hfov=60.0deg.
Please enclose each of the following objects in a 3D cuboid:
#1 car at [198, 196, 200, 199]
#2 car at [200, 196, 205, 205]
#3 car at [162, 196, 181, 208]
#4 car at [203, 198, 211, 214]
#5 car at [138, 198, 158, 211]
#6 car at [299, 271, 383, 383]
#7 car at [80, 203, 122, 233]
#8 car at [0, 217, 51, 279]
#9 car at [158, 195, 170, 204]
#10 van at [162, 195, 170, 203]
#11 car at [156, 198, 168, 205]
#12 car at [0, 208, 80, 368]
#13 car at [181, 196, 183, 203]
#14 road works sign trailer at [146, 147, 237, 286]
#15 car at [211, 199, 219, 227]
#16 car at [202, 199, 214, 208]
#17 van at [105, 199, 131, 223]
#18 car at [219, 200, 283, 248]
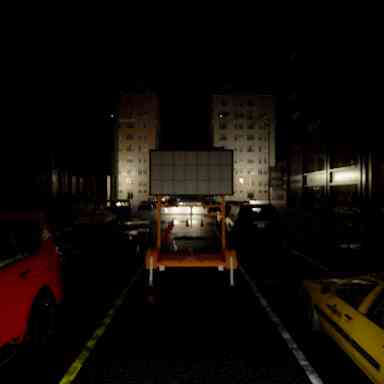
[{"bbox_3d":[2.564,1.798,60.214,1.887,1.381,4.507,0,0,0],"label":"car"},{"bbox_3d":[2.583,1.658,48.936,1.967,1.590,4.097,0,0,0],"label":"car"},{"bbox_3d":[-3.099,1.737,52.033,1.837,1.490,4.892,0,-1,0],"label":"car"},{"bbox_3d":[2.602,1.731,37.657,2.008,1.369,4.403,0,0,0],"label":"car"},{"bbox_3d":[-5.933,1.782,43.304,1.802,1.307,4.206,0,0,0],"label":"car"},{"bbox_3d":[2.660,1.548,4.030,1.752,1.417,4.829,0,-1,1],"label":"car"},{"bbox_3d":[-5.896,1.634,20.574,1.752,1.417,4.829,0,0,0],"label":"car"},{"bbox_3d":[-5.882,1.575,9.261,1.752,1.417,4.829,0,-1,1],"label":"car"},{"bbox_3d":[-5.981,1.605,71.506,2.192,1.841,5.009,0,0,0],"label":"car"},{"bbox_3d":[-5.991,1.646,77.147,1.690,1.788,3.998,0,0,0],"label":"van"},{"bbox_3d":[-5.972,1.838,65.865,1.947,1.339,4.313,0,0,0],"label":"car"},{"bbox_3d":[-3.106,1.239,3.110,2.150,2.045,5.566,0,0,0],"label":"car"},{"bbox_3d":[-3.141,1.812,81.551,2.128,1.511,4.902,0,0,0],"label":"car"},{"bbox_3d":[-0.016,0.516,9.564,2.380,3.560,2.880,0,0,0],"label":"road works sign trailer"},{"bbox_3d":[2.630,1.424,20.739,2.192,1.841,5.009,0,0,0],"label":"car"},{"bbox_3d":[2.574,1.818,54.575,1.802,1.307,4.206,0,0,0],"label":"car"},{"bbox_3d":[-5.905,1.477,26.386,1.690,1.788,3.998,0,0,0],"label":"van"},{"bbox_3d":[2.640,1.396,15.099,2.192,1.841,5.009,0,0,0],"label":"car"}]
